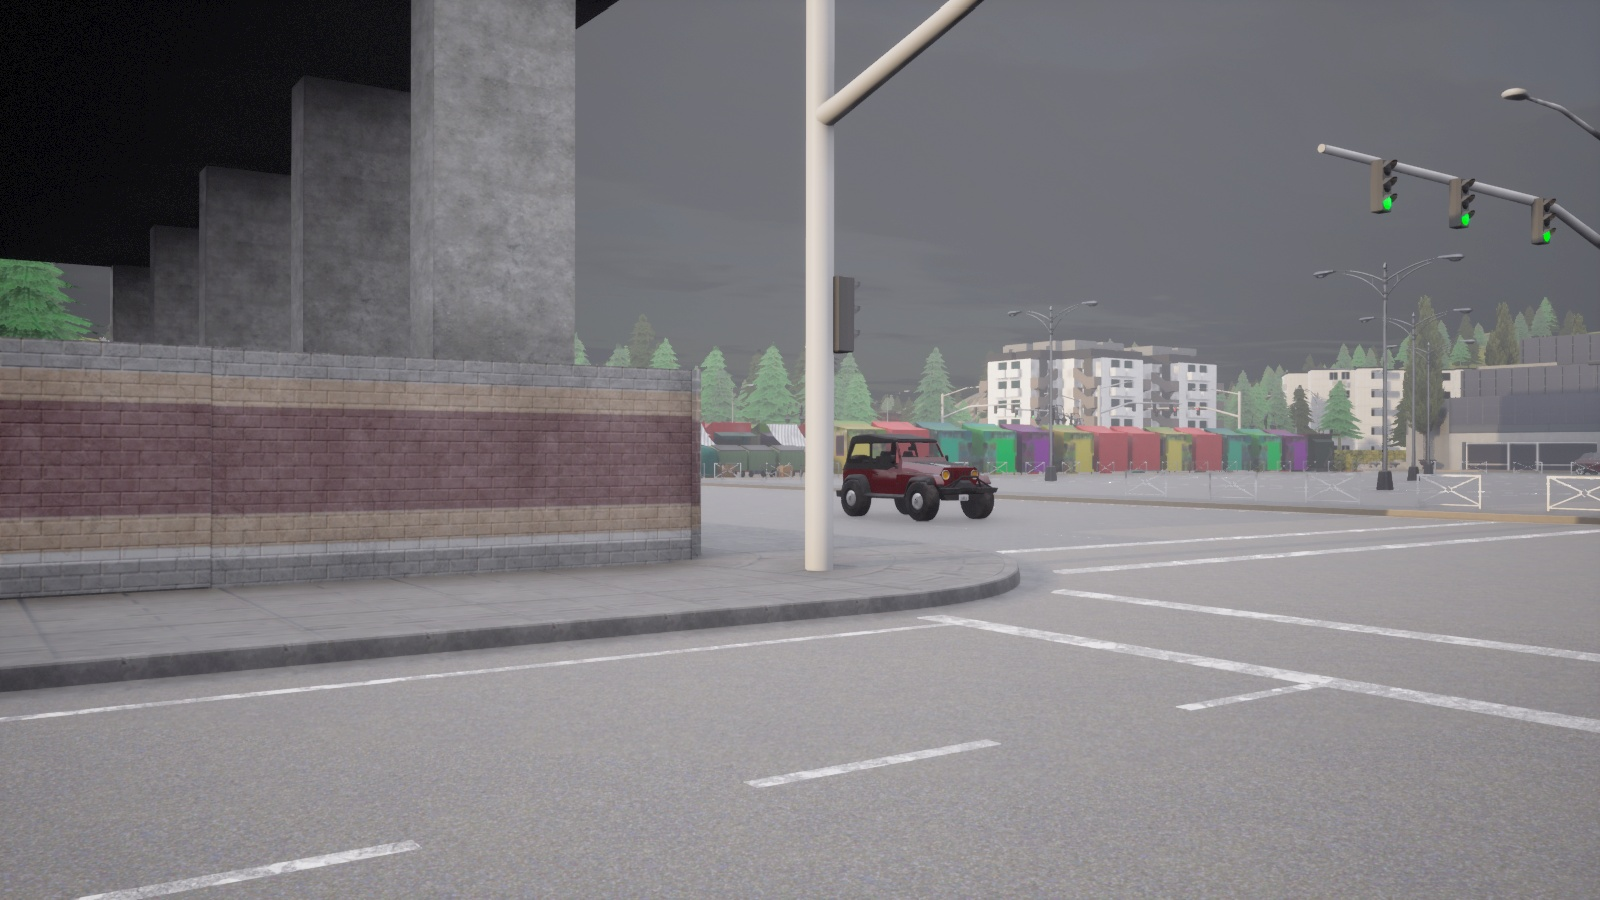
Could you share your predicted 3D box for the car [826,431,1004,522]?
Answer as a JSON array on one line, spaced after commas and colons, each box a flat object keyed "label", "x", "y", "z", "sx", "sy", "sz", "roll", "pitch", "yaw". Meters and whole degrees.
[{"label": "car", "x": 2.491, "y": 0.549, "z": 28.043, "sx": 1.905, "sy": 1.878, "sz": 3.866, "roll": 0, "pitch": 0, "yaw": -35}]
